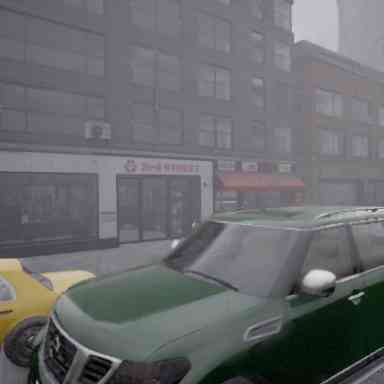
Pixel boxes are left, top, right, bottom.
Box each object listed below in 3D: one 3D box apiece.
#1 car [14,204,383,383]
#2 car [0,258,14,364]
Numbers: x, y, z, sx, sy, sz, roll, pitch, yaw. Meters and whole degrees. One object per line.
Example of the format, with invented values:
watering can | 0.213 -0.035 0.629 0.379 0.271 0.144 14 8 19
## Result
car | 1.092 1.220 4.157 5.566 2.045 2.150 0 0 -35
car | -3.456 1.525 4.197 4.829 1.417 1.752 0 -1 -35
